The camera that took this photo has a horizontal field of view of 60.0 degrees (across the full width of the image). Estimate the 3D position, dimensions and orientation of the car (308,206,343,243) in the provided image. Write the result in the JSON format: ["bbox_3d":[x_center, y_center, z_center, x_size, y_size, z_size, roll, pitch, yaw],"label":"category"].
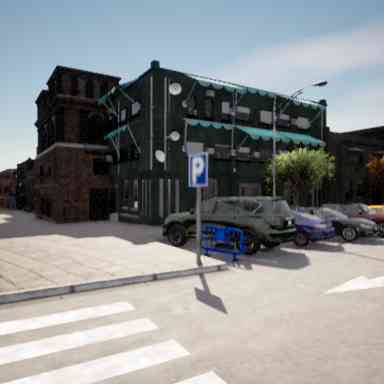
[{"bbox_3d":[3.892,1.513,14.914,4.674,1.452,2.002,-1,-1,38],"label":"car"}]

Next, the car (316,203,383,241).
[{"bbox_3d":[6.407,1.484,16.470,4.892,1.521,2.231,-1,-1,38],"label":"car"}]

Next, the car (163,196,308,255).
[{"bbox_3d":[1.344,1.213,13.377,5.566,2.045,2.435,-1,-1,38],"label":"car"}]

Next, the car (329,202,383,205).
[{"bbox_3d":[8.906,1.366,18.040,4.553,1.767,2.185,-1,-1,38],"label":"car"}]
